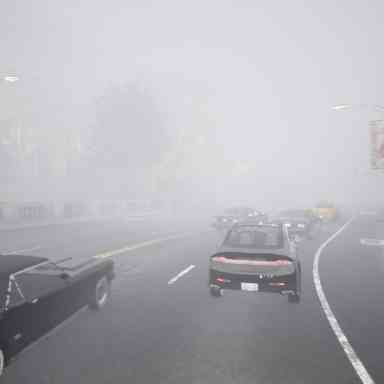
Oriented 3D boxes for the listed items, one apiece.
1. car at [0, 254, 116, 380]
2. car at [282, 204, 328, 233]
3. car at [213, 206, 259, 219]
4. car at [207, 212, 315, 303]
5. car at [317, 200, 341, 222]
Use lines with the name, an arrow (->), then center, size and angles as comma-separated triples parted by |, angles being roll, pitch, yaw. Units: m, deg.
car -> -2.850, 1.600, 4.997 | 1.895, 1.301, 4.718 | 0, 0, 9
car -> 5.542, 1.547, 17.312 | 2.033, 1.411, 5.357 | 0, 0, 29
car -> 2.974, 1.548, 19.828 | 2.033, 1.411, 5.357 | 0, 0, 29
car -> 1.677, 1.492, 8.321 | 2.128, 1.511, 4.902 | 0, 0, 15
car -> 10.679, 1.455, 26.501 | 1.801, 1.575, 5.366 | 0, 0, 30
